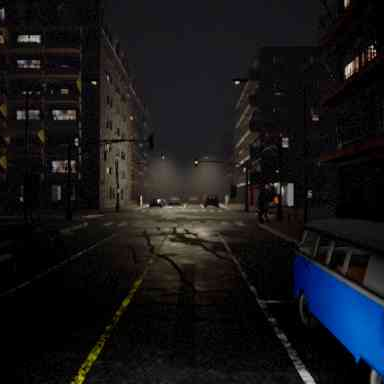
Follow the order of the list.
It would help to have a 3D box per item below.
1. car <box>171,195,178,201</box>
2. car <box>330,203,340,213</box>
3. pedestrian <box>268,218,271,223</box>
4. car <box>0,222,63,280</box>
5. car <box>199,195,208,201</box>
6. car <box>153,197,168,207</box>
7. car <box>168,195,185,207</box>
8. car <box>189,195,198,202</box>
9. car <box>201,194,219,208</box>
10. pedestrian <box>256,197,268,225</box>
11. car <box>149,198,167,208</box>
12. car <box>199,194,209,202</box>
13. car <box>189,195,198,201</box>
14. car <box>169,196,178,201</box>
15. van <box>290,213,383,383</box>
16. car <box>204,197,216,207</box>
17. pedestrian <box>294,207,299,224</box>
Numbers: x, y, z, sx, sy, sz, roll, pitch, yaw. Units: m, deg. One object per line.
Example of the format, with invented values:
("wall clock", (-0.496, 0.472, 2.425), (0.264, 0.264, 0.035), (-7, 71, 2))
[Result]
("car", (-4.883, 1.688, 92.372), (1.752, 1.417, 4.829), (1, 0, 0))
("car", (13.868, 1.443, 27.726), (4.403, 1.369, 2.008), (0, -1, 0))
("pedestrian", (4.914, 1.147, 22.274), (0.375, 1.860, 0.375), (1, -1, 0))
("car", (-5.257, 1.585, 9.968), (1.802, 1.307, 4.206), (1, 0, 0))
("car", (2.974, 1.573, 86.980), (1.967, 1.590, 4.097), (1, 0, 0))
("car", (-5.057, 1.592, 53.609), (1.947, 1.339, 4.313), (1, 0, 0))
("car", (-2.596, 1.588, 52.328), (1.994, 1.385, 4.181), (0, 0, 1))
("car", (0.353, 1.555, 77.653), (1.882, 1.535, 5.008), (0, 0, 0))
("car", (2.802, 1.337, 48.058), (2.192, 1.841, 5.009), (1, 0, 0))
("pedestrian", (4.394, 1.154, 21.076), (0.375, 1.860, 0.375), (1, -1, 0))
("car", (-5.083, 1.588, 48.048), (1.947, 1.339, 4.313), (1, 0, 0))
("car", (2.950, 1.417, 81.416), (2.192, 1.841, 5.009), (1, 0, 0))
("car", (0.401, 1.495, 88.079), (2.128, 1.511, 4.902), (0, 0, 0))
("car", (-4.908, 1.683, 86.981), (2.008, 1.369, 4.403), (1, 0, 0))
("van", (2.569, 1.342, 4.347), (1.690, 1.788, 3.998), (1, 0, 0))
("car", (2.824, 1.552, 53.787), (1.752, 1.417, 4.829), (1, 0, 0))
("pedestrian", (6.813, 1.513, 21.657), (0.500, 1.100, 0.500), (1, -1, 0))
